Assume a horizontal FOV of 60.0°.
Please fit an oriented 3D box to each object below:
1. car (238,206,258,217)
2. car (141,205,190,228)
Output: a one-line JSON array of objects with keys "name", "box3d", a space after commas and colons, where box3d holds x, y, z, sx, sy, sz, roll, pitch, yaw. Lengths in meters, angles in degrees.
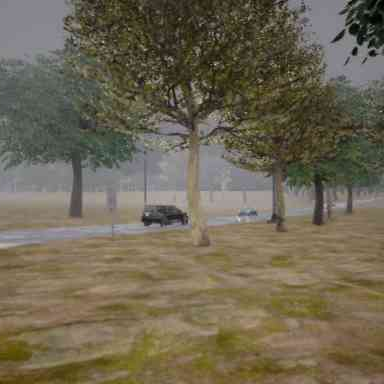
[{"name": "car", "box3d": [9.465, 3.223, 56.032, 2.097, 1.767, 4.553, -2, -2, 33]}, {"name": "car", "box3d": [-2.439, 2.201, 31.257, 2.150, 2.045, 5.566, -2, -3, 33]}]
